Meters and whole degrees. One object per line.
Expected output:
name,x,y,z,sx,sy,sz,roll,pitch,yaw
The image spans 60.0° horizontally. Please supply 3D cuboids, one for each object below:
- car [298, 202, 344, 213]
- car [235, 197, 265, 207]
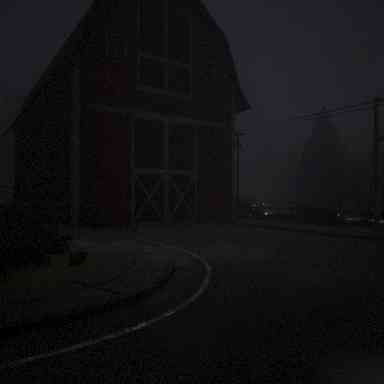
car,11.274,1.627,30.210,1.895,1.301,4.718,0,0,-34
car,6.167,1.378,37.650,2.097,1.767,4.553,0,0,-34
